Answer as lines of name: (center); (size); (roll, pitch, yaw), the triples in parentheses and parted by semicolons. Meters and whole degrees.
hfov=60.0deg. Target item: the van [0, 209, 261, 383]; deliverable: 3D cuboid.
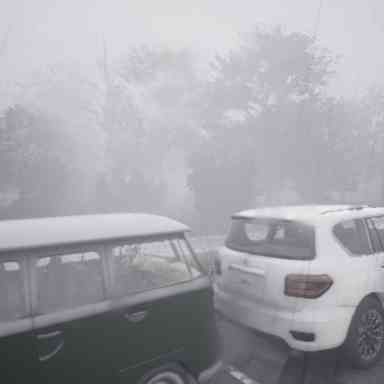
van: (-1.667, 1.246, 2.932); (4.442, 1.987, 1.878); (-1, 0, -36)

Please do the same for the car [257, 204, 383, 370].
car: (2.915, 1.235, 5.978); (5.566, 2.045, 2.435); (-1, 0, -35)
